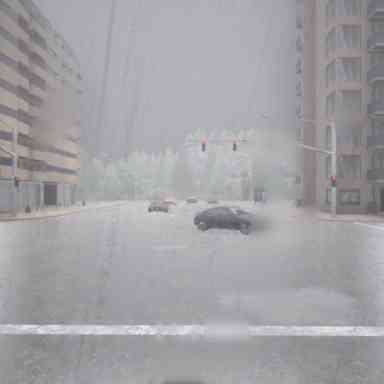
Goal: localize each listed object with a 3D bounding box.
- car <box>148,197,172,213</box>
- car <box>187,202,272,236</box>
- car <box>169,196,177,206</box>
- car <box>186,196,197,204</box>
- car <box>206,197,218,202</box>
[{"bbox_3d":[-3.614,1.562,36.370,1.994,1.385,4.181,0,0,0],"label":"car"},{"bbox_3d":[2.158,1.525,18.731,4.674,1.442,1.812,0,1,39],"label":"car"},{"bbox_3d":[-3.580,1.475,54.891,1.882,1.535,5.008,0,0,0],"label":"car"},{"bbox_3d":[-0.031,1.523,60.129,1.812,1.442,4.674,0,0,0],"label":"car"},{"bbox_3d":[3.603,1.545,59.488,2.033,1.411,5.357,0,0,2],"label":"car"}]
